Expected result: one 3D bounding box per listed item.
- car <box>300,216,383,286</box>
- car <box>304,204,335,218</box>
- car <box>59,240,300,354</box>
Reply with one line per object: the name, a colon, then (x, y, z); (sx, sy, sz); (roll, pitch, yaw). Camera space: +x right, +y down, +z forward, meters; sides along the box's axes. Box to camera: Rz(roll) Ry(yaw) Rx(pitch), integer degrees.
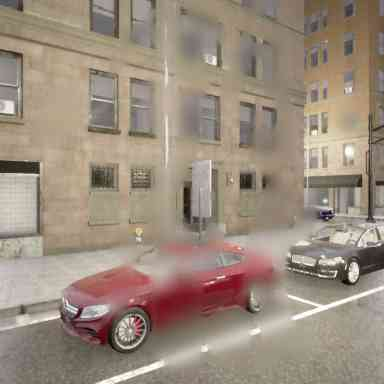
car: (4.462, 1.550, 9.343); (4.403, 1.369, 2.008); (0, 0, -35)
car: (8.246, 1.516, 25.155); (1.895, 1.301, 4.718); (0, 0, -35)
car: (-0.172, 1.582, 6.055); (4.206, 1.307, 1.802); (0, 0, -35)
